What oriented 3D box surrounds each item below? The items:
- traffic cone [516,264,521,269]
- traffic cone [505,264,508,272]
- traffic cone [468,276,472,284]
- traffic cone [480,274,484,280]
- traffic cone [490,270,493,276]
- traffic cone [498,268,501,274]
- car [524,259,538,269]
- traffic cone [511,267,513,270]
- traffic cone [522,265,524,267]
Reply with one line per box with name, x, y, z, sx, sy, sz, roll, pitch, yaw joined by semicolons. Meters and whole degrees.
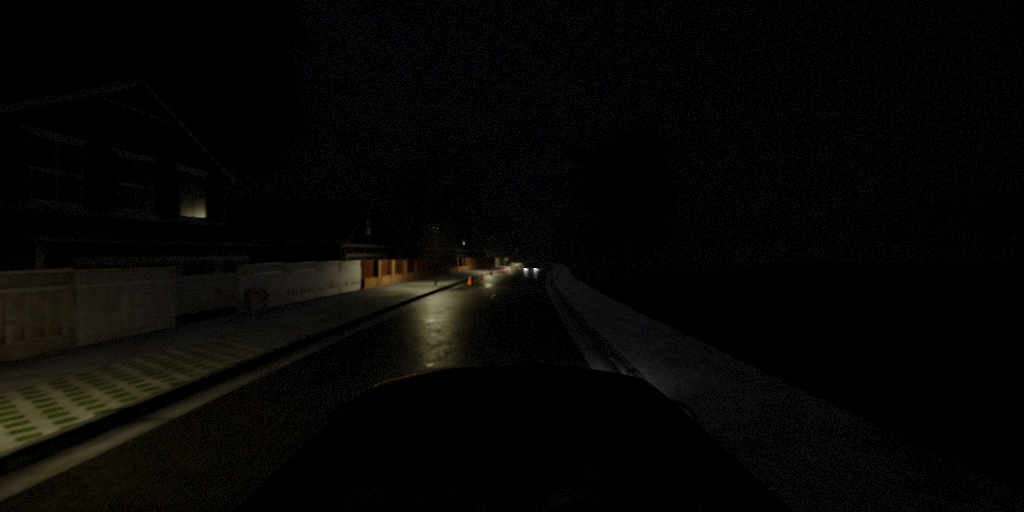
traffic cone;0.743;1.670;54.932;0.340;0.580;0.340;0;0;8
traffic cone;-0.744;1.664;45.046;0.340;0.580;0.340;0;0;8
traffic cone;-2.945;1.678;25.008;0.340;0.580;0.340;0;0;4
traffic cone;-2.517;1.674;30.030;0.340;0.580;0.340;0;0;5
traffic cone;-2.007;1.670;35.045;0.340;0.580;0.340;0;0;6
traffic cone;-1.416;1.667;40.051;0.340;0.580;0.340;0;0;7
car;3.001;1.252;57.094;1.812;1.442;4.674;0;0;7
traffic cone;0.008;1.664;50.025;0.340;0.580;0.340;0;0;9
traffic cone;1.400;1.680;59.849;0.340;0.580;0.340;0;0;7
